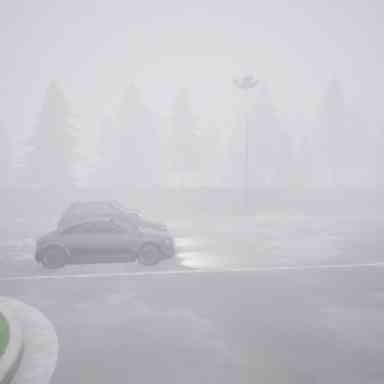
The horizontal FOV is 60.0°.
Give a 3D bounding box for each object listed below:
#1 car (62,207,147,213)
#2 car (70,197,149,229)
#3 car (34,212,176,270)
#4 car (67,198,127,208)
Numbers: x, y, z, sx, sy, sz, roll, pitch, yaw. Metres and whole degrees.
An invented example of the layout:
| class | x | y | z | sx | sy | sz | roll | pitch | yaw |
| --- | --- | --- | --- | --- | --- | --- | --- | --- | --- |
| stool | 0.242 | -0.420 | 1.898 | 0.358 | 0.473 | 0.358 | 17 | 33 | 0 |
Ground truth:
| class | x | y | z | sx | sy | sz | roll | pitch | yaw |
| --- | --- | --- | --- | --- | --- | --- | --- | --- | --- |
| car | -3.086 | 1.485 | 13.914 | 4.181 | 1.385 | 1.994 | 0 | 0 | -8 |
| car | -4.973 | 1.235 | 20.716 | 4.553 | 1.767 | 2.097 | 0 | 0 | -8 |
| car | -2.616 | 1.505 | 10.447 | 4.181 | 1.385 | 1.994 | 0 | 0 | -8 |
| car | -4.481 | 1.256 | 17.250 | 4.553 | 1.767 | 2.097 | 0 | 0 | -8 |
